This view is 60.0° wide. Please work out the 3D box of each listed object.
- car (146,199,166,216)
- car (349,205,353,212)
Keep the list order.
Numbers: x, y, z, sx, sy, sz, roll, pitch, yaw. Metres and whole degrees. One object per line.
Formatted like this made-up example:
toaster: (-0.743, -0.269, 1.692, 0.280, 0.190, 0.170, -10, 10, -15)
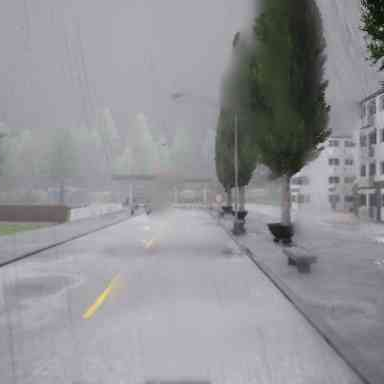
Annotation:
car: (-4.032, 1.887, 37.872, 1.837, 1.490, 4.892, 0, 0, 0)
car: (23.616, 2.119, 44.009, 4.974, 1.542, 2.038, 0, -1, 30)
